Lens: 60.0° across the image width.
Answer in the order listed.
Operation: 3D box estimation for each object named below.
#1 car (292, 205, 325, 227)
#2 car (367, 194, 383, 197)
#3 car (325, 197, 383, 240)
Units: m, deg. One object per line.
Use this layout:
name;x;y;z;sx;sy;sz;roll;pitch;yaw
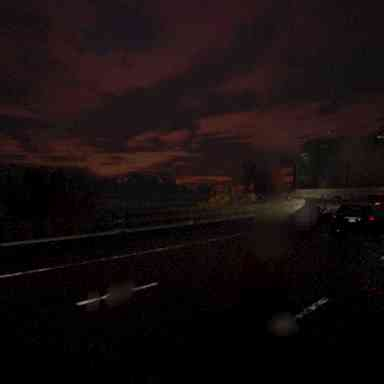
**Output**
car;8.270;1.543;22.568;1.994;1.385;4.181;0;0;34
car;18.049;1.185;32.484;2.150;2.045;5.566;0;0;27
car;8.707;1.334;17.090;2.097;1.767;4.553;0;0;37
